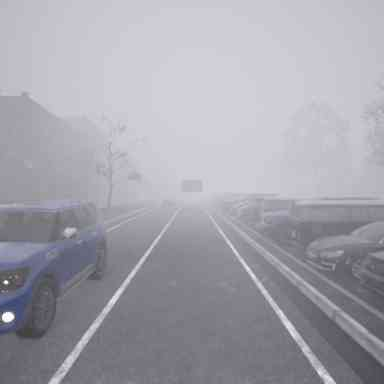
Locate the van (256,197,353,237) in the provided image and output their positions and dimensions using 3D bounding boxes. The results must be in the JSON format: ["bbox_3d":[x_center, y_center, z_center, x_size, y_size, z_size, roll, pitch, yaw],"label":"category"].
[{"bbox_3d":[5.807,1.249,17.550,4.442,1.987,1.878,0,0,0],"label":"van"}]

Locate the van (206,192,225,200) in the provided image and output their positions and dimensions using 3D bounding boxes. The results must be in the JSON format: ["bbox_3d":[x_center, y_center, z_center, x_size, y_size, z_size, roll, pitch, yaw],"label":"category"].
[{"bbox_3d":[5.719,0.988,82.023,4.442,1.987,1.878,0,0,0],"label":"van"}]

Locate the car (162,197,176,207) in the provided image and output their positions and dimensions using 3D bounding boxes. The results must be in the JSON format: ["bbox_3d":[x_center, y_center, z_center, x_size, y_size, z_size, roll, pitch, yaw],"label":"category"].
[{"bbox_3d":[-3.328,1.452,49.157,1.895,1.301,4.718,0,0,0],"label":"car"}]

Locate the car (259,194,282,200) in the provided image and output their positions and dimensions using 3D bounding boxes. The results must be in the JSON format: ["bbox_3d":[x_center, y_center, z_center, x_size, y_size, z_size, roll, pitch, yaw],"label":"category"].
[{"bbox_3d":[18.680,1.220,79.353,5.008,1.535,2.097,0,0,0],"label":"car"}]

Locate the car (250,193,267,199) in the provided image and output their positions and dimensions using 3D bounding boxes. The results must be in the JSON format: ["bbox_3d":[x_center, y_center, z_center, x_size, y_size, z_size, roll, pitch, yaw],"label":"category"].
[{"bbox_3d":[18.644,1.076,93.277,4.553,1.767,2.185,0,0,0],"label":"car"}]

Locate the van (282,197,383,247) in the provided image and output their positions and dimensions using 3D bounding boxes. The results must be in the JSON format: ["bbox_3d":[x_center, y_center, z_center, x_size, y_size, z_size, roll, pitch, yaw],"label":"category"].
[{"bbox_3d":[5.814,1.275,11.946,4.442,1.987,1.878,0,0,0],"label":"van"}]

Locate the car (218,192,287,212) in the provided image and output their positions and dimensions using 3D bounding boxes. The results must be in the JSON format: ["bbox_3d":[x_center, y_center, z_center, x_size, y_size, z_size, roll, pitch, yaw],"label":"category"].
[{"bbox_3d":[5.642,1.157,31.566,5.566,2.045,2.435,0,0,0],"label":"car"}]

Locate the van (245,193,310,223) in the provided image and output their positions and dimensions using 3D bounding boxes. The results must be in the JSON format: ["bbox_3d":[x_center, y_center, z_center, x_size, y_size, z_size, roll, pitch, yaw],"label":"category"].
[{"bbox_3d":[5.803,1.236,20.354,4.442,1.987,1.878,0,0,0],"label":"van"}]

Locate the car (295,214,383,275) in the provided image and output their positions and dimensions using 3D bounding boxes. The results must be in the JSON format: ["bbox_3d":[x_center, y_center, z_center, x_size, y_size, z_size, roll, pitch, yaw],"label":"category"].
[{"bbox_3d":[5.708,1.509,9.139,4.892,1.521,2.231,0,0,0],"label":"car"}]

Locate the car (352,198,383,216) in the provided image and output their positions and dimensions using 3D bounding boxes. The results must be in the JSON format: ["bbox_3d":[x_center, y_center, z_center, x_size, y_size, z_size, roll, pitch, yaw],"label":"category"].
[{"bbox_3d":[18.565,1.405,31.983,5.366,1.575,1.946,0,0,0],"label":"car"}]

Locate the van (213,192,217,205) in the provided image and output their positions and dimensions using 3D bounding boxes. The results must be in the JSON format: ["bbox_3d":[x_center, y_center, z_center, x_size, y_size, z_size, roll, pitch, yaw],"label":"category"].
[{"bbox_3d":[5.535,1.116,45.583,4.442,1.987,1.878,0,0,0],"label":"van"}]

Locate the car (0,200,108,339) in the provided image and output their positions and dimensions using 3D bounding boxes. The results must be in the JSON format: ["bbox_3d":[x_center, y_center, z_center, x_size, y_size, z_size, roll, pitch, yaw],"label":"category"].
[{"bbox_3d":[-3.350,1.218,6.940,2.150,2.045,5.566,0,0,0],"label":"car"}]

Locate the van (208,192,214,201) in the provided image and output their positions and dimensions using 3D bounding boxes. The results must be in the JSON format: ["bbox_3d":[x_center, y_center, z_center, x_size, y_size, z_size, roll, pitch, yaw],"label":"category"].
[{"bbox_3d":[5.520,1.063,56.796,4.442,1.987,1.878,0,0,0],"label":"van"}]

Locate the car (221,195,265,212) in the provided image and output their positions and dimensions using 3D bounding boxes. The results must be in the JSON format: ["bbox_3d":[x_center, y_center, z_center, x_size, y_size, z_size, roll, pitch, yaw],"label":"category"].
[{"bbox_3d":[5.632,1.256,37.173,4.553,1.767,2.185,0,0,0],"label":"car"}]

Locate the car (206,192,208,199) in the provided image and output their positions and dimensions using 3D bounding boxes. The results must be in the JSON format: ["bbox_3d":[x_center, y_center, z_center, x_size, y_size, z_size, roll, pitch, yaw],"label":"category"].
[{"bbox_3d":[5.815,1.260,62.404,5.366,1.575,1.946,0,0,0],"label":"car"}]

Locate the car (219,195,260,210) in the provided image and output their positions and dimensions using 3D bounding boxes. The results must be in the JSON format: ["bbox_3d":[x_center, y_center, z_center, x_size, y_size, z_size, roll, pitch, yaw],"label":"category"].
[{"bbox_3d":[5.628,1.243,39.977,4.553,1.767,2.185,0,0,0],"label":"car"}]

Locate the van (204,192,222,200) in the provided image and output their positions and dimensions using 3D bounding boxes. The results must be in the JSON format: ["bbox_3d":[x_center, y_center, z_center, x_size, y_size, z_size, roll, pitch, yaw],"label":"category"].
[{"bbox_3d":[5.482,0.980,87.630,4.442,1.987,1.878,0,0,0],"label":"van"}]

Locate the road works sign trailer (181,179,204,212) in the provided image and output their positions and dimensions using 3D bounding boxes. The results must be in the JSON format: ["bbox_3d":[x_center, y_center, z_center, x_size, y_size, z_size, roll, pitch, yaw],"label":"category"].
[{"bbox_3d":[-0.008,0.369,37.273,2.380,3.560,2.880,0,0,1],"label":"road works sign trailer"}]

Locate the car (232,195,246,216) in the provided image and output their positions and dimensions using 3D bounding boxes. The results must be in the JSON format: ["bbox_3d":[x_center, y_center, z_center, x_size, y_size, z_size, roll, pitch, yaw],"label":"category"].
[{"bbox_3d":[5.710,1.309,25.960,4.553,1.767,2.185,0,0,0],"label":"car"}]

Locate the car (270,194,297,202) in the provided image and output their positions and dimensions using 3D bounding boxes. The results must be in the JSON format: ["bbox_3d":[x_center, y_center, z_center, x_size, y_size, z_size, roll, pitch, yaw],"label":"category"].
[{"bbox_3d":[18.696,1.243,68.213,5.008,1.535,2.097,0,0,0],"label":"car"}]

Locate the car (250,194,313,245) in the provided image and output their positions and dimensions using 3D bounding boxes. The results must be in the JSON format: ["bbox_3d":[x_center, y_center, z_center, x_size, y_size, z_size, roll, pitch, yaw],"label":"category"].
[{"bbox_3d":[5.666,1.237,14.746,5.566,2.045,2.435,0,0,0],"label":"car"}]

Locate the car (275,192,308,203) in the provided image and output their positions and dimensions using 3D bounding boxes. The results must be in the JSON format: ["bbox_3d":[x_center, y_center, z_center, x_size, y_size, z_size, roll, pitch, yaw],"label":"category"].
[{"bbox_3d":[18.679,1.012,62.644,5.566,2.045,2.435,0,0,0],"label":"car"}]

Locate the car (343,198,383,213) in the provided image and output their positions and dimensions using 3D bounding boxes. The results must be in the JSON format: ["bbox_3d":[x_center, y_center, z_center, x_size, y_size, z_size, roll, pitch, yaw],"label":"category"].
[{"bbox_3d":[18.752,1.396,34.760,4.892,1.521,2.231,0,0,0],"label":"car"}]

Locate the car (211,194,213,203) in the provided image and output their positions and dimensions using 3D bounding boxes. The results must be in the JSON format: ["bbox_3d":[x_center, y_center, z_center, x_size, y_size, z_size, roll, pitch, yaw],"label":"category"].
[{"bbox_3d":[5.643,1.329,48.387,5.008,1.535,2.097,0,0,0],"label":"car"}]

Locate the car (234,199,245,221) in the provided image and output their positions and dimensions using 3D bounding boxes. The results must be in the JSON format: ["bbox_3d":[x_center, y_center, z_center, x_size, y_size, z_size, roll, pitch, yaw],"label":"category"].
[{"bbox_3d":[5.676,1.449,23.158,4.892,1.521,2.231,0,0,0],"label":"car"}]

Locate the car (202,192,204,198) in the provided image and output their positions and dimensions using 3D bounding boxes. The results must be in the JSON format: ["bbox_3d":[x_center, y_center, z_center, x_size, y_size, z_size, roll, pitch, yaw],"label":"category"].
[{"bbox_3d":[5.639,0.971,76.416,5.566,2.045,2.435,0,0,0],"label":"car"}]

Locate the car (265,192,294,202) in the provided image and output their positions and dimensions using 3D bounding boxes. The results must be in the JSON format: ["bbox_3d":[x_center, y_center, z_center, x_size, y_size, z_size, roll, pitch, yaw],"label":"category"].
[{"bbox_3d":[18.669,0.983,70.999,5.566,2.045,2.435,0,0,0],"label":"car"}]

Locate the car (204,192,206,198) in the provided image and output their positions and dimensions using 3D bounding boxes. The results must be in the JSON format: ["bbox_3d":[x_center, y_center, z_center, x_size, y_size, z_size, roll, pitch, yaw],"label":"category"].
[{"bbox_3d":[5.589,1.263,70.811,4.792,1.488,2.163,0,0,0],"label":"car"}]

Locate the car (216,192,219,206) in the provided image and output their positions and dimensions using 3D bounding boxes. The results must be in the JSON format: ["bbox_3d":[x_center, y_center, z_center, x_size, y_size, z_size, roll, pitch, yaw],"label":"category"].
[{"bbox_3d":[5.639,1.144,34.370,5.566,2.045,2.435,0,0,0],"label":"car"}]

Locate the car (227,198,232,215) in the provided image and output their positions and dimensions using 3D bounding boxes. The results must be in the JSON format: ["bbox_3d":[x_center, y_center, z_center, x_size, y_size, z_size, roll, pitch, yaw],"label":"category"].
[{"bbox_3d":[5.672,1.462,28.765,4.674,1.452,2.002,0,0,0],"label":"car"}]

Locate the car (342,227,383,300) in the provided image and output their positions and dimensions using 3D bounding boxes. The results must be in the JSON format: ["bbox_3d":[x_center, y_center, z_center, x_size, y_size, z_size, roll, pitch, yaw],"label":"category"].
[{"bbox_3d":[5.702,1.554,6.336,4.674,1.452,2.002,0,0,0],"label":"car"}]

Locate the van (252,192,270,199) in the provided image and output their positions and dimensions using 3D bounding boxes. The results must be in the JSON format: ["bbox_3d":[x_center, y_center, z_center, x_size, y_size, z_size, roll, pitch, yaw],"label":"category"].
[{"bbox_3d":[18.792,0.977,90.496,4.442,1.987,1.878,0,0,0],"label":"van"}]

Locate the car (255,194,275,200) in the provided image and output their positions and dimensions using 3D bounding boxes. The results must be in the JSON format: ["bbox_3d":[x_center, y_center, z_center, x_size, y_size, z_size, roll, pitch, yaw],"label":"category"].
[{"bbox_3d":[18.677,1.252,84.924,4.674,1.452,2.002,0,0,0],"label":"car"}]
